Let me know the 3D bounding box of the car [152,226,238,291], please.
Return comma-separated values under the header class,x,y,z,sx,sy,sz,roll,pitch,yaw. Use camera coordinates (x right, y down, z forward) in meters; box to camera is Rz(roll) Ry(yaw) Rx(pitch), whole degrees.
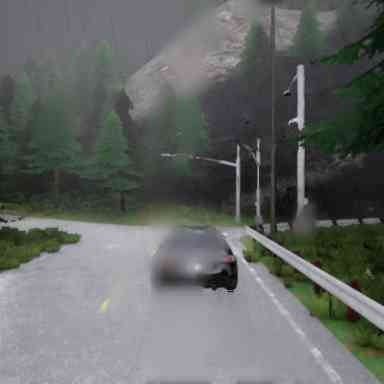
class,x,y,z,sx,sy,sz,roll,pitch,yaw
car,0.087,1.617,9.158,1.994,1.385,4.181,0,0,1
